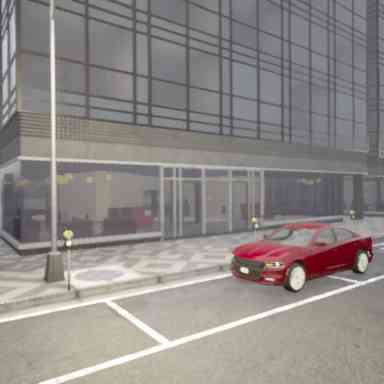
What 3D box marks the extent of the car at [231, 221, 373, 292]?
[{"bbox_3d":[3.015,1.506,8.800,4.507,1.381,1.887,0,0,-35],"label":"car"}]
